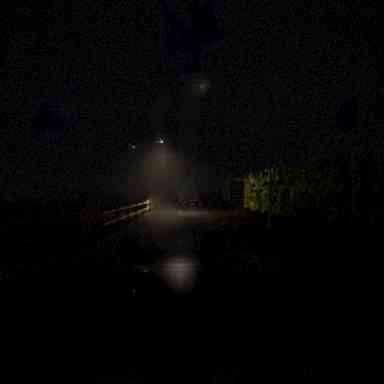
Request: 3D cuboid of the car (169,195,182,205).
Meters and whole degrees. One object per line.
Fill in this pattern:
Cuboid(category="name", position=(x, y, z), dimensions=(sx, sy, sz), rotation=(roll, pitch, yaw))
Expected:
Cuboid(category="car", position=(-2.742, 1.315, 55.508), dimensions=(1.837, 1.490, 4.892), rotation=(0, 1, 0))

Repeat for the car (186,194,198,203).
Cuboid(category="car", position=(0.009, 1.226, 61.334), dimensions=(2.033, 1.411, 5.357), rotation=(0, 1, 0))

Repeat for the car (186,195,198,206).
Cuboid(category="car", position=(0.007, 1.394, 50.918), dimensions=(1.837, 1.490, 4.892), rotation=(0, 1, 0))
